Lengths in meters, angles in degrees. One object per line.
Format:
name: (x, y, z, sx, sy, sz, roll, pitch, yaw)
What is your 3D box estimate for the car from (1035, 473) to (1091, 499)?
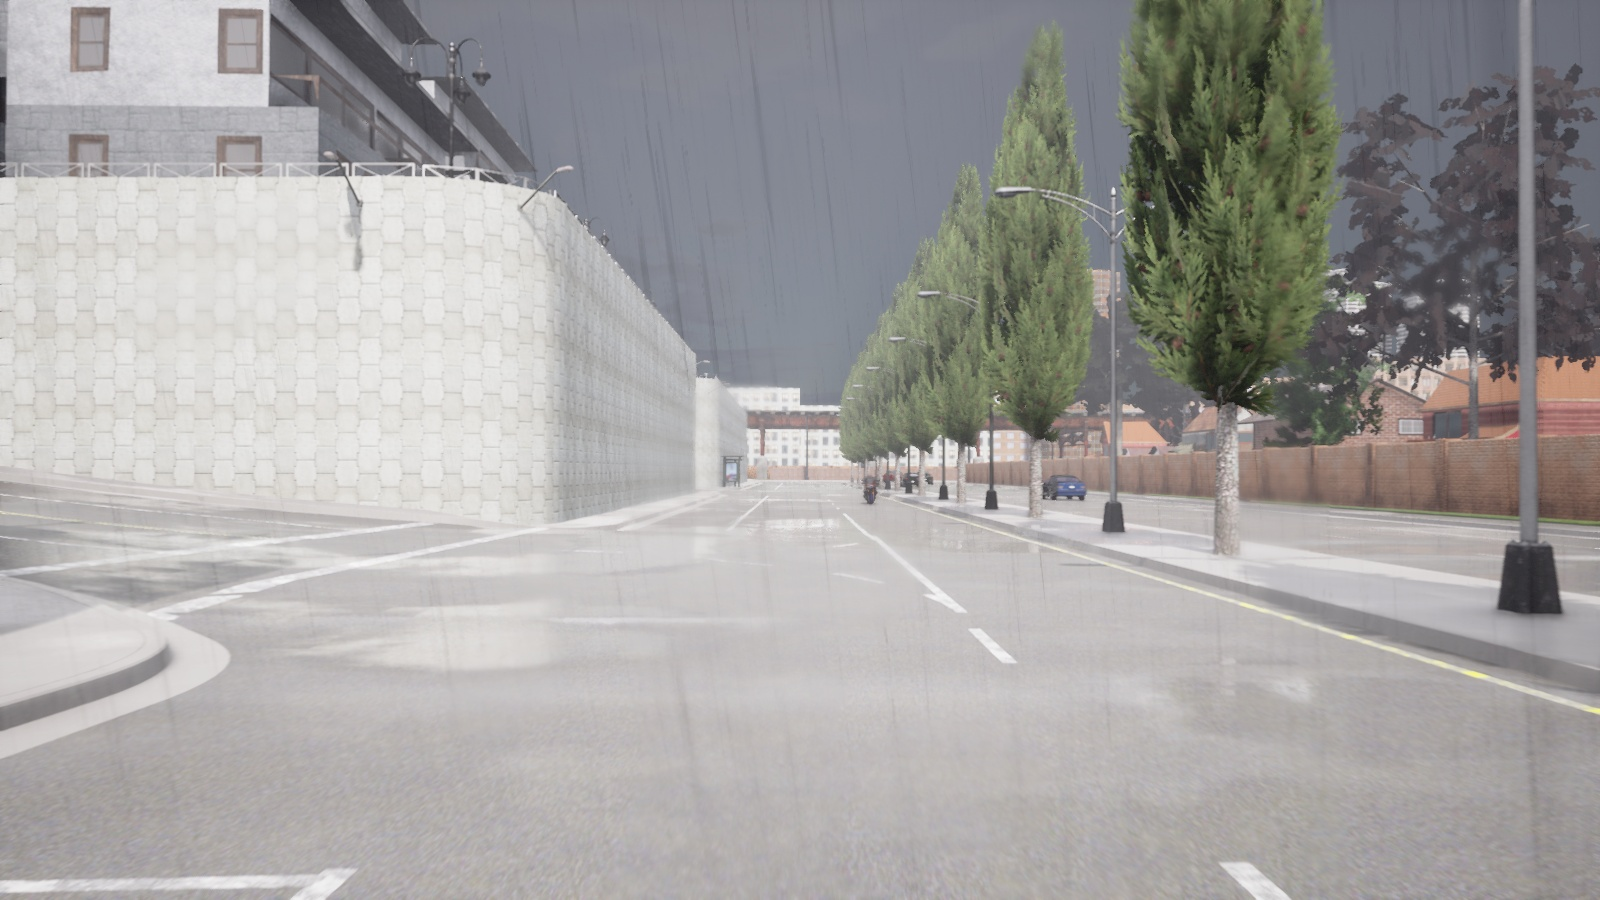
car: (14.798, 1.991, 71.000, 2.033, 1.411, 5.357, 0, -1, 0)

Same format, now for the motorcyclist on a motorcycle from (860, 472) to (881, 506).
motorcyclist on a motorcycle: (3.331, 1.830, 59.349, 0.866, 1.530, 2.191, 0, -1, 0)
